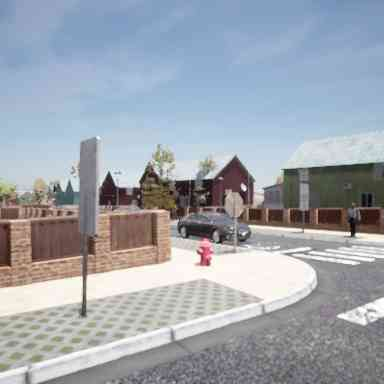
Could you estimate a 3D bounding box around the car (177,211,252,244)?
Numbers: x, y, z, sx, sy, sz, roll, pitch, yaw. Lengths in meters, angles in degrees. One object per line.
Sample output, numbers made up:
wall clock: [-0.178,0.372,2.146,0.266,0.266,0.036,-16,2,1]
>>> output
car: [1.057,1.824,17.718,1.837,1.490,4.892,1,-2,-35]

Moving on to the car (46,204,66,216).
car: [-22.960,2.993,56.014,2.097,1.767,4.553,1,-2,-36]

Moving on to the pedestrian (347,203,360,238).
pedestrian: [8.467,1.458,17.520,0.375,1.860,0.375,0,0,-36]

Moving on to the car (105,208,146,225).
car: [-6.802,2.414,33.661,2.033,1.411,5.357,1,-2,-36]

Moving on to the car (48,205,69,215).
car: [-16.545,2.663,42.188,1.837,1.490,4.892,1,-2,-35]

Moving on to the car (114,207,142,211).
car: [-4.662,1.943,25.675,2.097,1.767,4.553,1,-2,-36]
